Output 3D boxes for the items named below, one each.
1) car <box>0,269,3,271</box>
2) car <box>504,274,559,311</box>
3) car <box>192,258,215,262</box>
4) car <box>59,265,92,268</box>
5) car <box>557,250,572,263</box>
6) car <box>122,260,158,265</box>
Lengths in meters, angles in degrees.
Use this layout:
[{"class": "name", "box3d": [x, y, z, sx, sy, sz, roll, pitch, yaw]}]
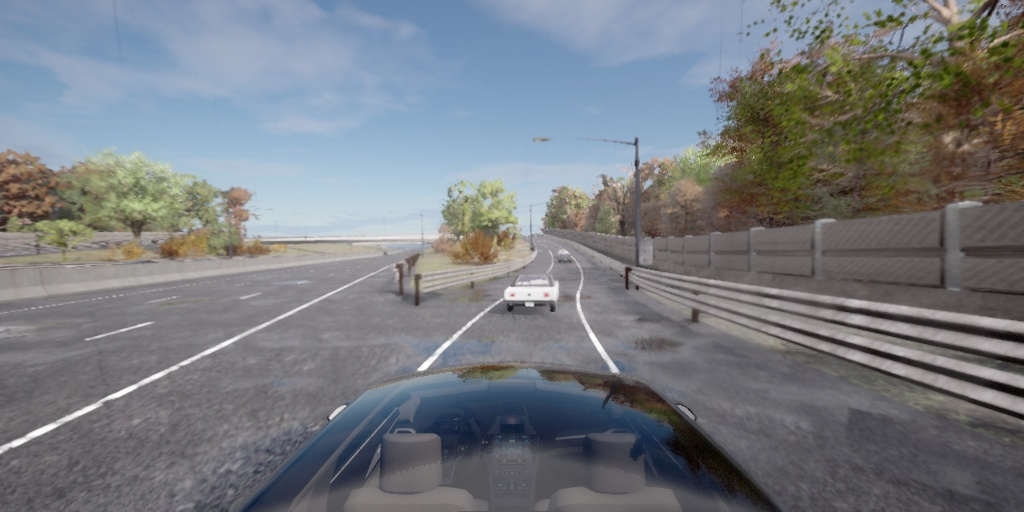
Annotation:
[{"class": "car", "box3d": [-37.418, 1.304, 24.005, 2.097, 1.767, 4.553, -1, 1, -14]}, {"class": "car", "box3d": [0.975, 1.399, 14.751, 1.895, 1.301, 4.718, -1, 0, 9]}, {"class": "car", "box3d": [-39.050, 1.051, 45.305, 1.837, 1.490, 4.892, -1, 1, -13]}, {"class": "car", "box3d": [-34.869, 1.412, 28.318, 1.895, 1.301, 4.718, -1, 1, -14]}, {"class": "car", "box3d": [7.799, 0.291, 53.018, 1.994, 1.385, 4.181, -1, 3, 7]}, {"class": "car", "box3d": [-41.274, 1.211, 39.657, 1.837, 1.490, 4.892, -1, 1, -13]}]
